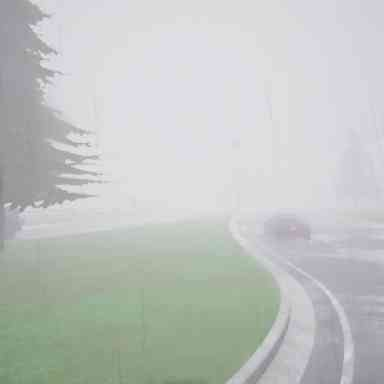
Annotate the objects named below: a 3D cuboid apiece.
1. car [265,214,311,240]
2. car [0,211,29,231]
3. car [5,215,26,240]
[{"bbox_3d":[5.499,1.946,19.521,1.994,1.385,4.181,-1,-1,3],"label":"car"},{"bbox_3d":[-16.443,2.452,27.521,1.882,1.535,5.008,-2,-2,32],"label":"car"},{"bbox_3d":[-13.169,1.956,19.935,2.150,2.045,5.566,-2,-2,35],"label":"car"}]
